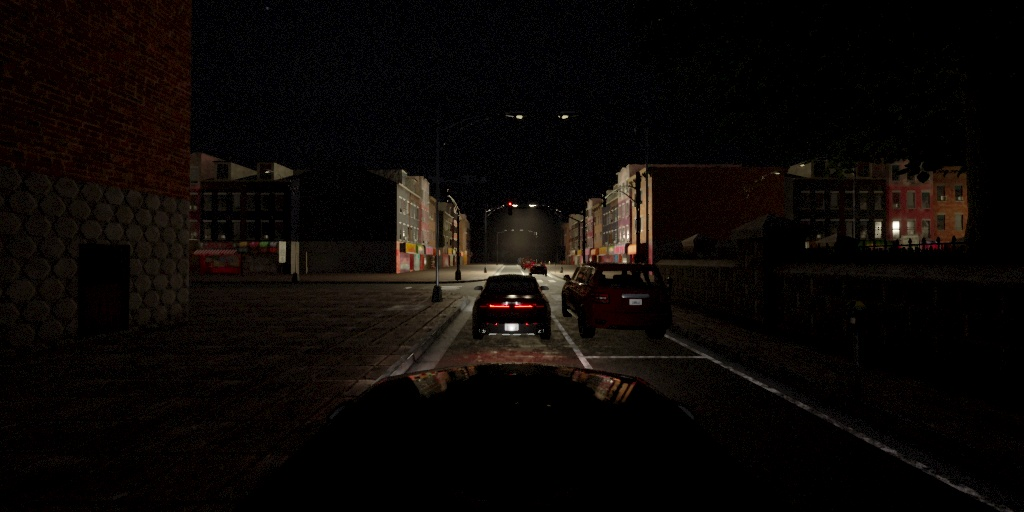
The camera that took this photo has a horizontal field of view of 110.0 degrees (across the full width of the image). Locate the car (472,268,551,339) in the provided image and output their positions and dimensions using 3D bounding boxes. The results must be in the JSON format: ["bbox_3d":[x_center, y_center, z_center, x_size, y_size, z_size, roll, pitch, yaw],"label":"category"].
[{"bbox_3d":[-0.011,1.258,10.001,1.837,1.490,4.892,0,0,0],"label":"car"}]

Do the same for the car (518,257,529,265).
[{"bbox_3d":[2.557,1.157,58.221,2.192,1.841,5.009,0,0,0],"label":"car"}]

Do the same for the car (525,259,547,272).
[{"bbox_3d":[2.589,1.333,36.472,1.888,1.381,4.507,0,0,0],"label":"car"}]

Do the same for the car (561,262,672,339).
[{"bbox_3d":[2.626,1.068,10.043,2.192,1.841,5.009,0,0,0],"label":"car"}]

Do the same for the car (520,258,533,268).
[{"bbox_3d":[2.565,1.372,52.784,1.888,1.381,4.507,0,0,0],"label":"car"}]
